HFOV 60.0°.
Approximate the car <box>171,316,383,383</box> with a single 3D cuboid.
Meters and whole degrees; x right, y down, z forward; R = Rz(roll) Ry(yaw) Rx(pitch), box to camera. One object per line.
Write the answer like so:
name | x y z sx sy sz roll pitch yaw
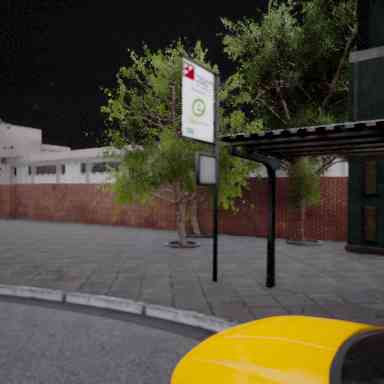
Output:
car | 2.111 1.478 1.774 5.008 1.535 1.882 0 0 34
